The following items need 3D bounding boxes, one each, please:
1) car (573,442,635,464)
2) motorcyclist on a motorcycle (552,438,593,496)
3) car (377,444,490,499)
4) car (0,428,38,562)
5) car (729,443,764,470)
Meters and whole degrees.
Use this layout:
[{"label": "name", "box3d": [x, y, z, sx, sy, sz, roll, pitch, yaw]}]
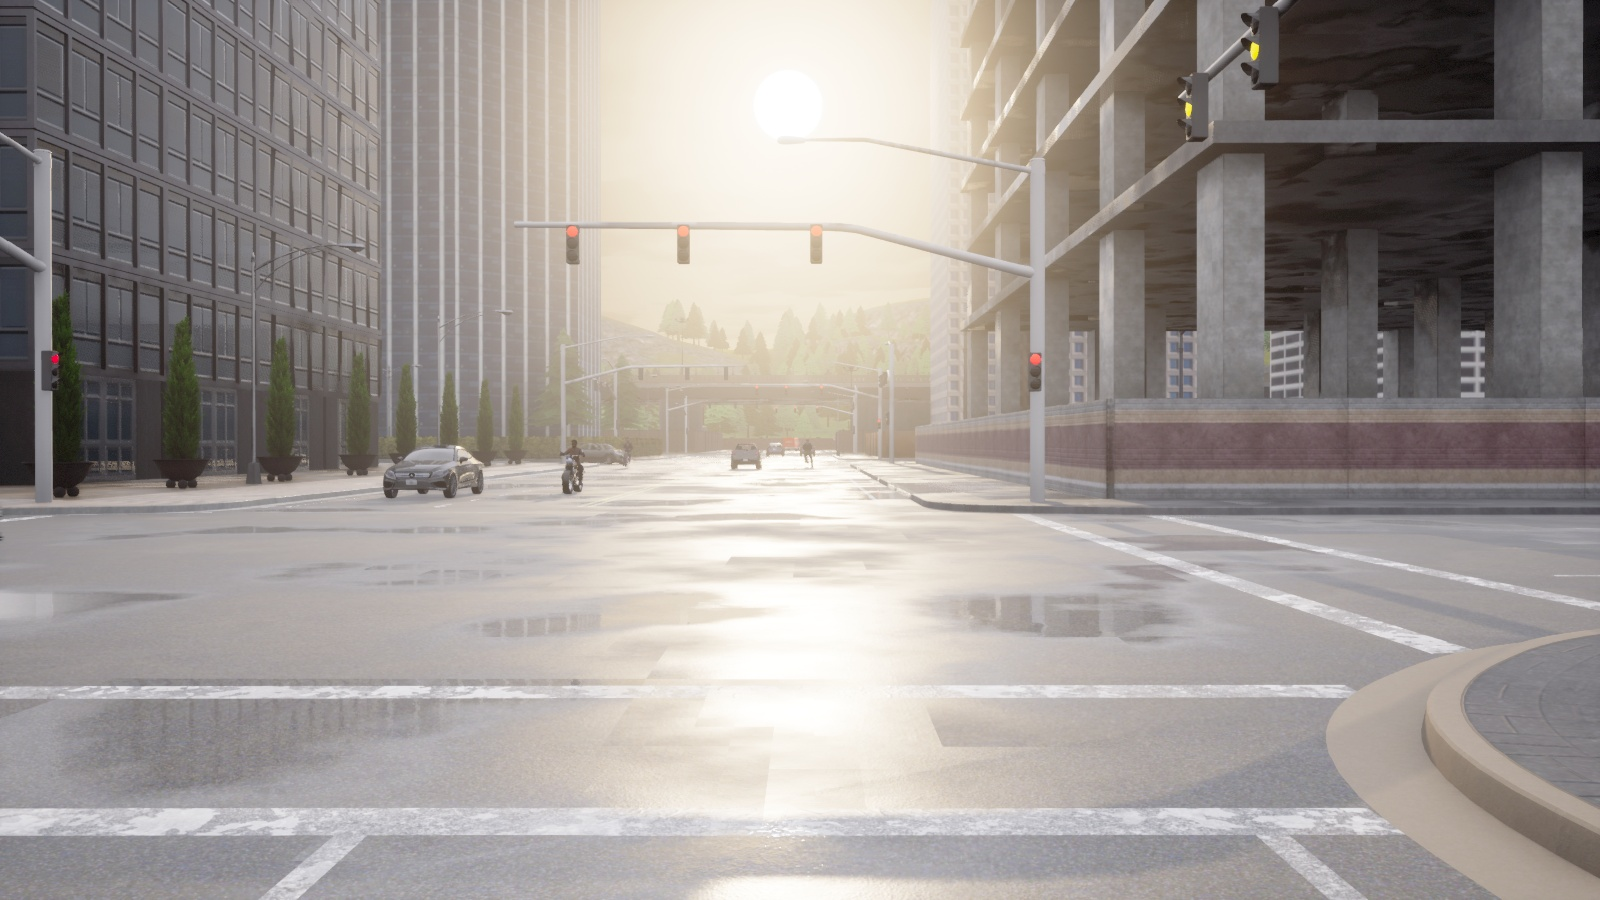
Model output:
[{"label": "car", "box3d": [-13.673, 0.207, 87.522, 3.806, 1.475, 1.970, 0, 0, 27]}, {"label": "motorcyclist on a motorcycle", "box3d": [-6.765, 0.480, 37.403, 0.766, 1.649, 2.350, 0, 0, 0]}, {"label": "car", "box3d": [-10.276, 0.563, 35.566, 1.812, 1.442, 4.674, 0, 0, 0]}, {"label": "car", "box3d": [-12.219, 0.554, 15.098, 4.856, 1.649, 2.033, 0, 0, -1]}, {"label": "car", "box3d": [-3.061, 0.351, 72.112, 1.845, 1.501, 3.633, 0, 0, 0]}]
